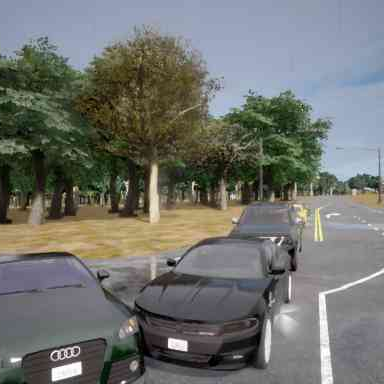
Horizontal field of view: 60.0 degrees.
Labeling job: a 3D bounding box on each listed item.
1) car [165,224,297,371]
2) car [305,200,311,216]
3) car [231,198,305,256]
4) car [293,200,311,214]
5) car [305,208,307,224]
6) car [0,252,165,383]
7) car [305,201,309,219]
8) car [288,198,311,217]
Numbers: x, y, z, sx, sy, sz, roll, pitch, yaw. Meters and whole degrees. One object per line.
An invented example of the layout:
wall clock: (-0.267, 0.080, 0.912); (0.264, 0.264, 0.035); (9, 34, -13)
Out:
car: (0.740, 1.613, 6.256); (1.882, 1.535, 5.008); (-1, -2, 21)
car: (9.302, 1.725, 29.557); (1.812, 1.442, 4.674); (-1, 0, 21)
car: (2.862, 1.460, 12.396); (2.150, 2.045, 5.566); (-2, 0, 21)
car: (13.328, 1.748, 40.141); (1.812, 1.442, 4.674); (-1, 0, 21)
car: (5.091, 1.775, 18.300); (1.895, 1.301, 4.718); (-1, 0, 21)
car: (-2.306, 1.643, 4.960); (1.994, 1.385, 4.181); (1, -2, -33)
car: (7.241, 1.664, 24.053); (1.882, 1.535, 5.008); (-1, 0, 21)
car: (11.331, 1.563, 34.931); (2.097, 1.767, 4.553); (-1, 0, 21)
